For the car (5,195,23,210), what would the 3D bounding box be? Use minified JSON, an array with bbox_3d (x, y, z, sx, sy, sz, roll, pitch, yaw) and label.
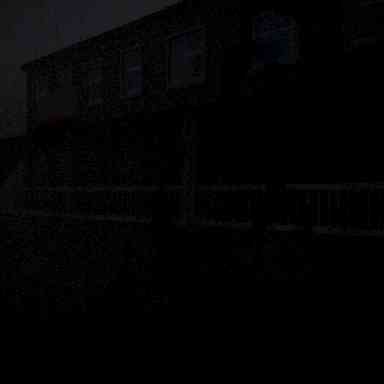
[{"bbox_3d":[-15.397,1.057,27.943,1.994,1.385,4.181,0,14,34],"label":"car"}]
